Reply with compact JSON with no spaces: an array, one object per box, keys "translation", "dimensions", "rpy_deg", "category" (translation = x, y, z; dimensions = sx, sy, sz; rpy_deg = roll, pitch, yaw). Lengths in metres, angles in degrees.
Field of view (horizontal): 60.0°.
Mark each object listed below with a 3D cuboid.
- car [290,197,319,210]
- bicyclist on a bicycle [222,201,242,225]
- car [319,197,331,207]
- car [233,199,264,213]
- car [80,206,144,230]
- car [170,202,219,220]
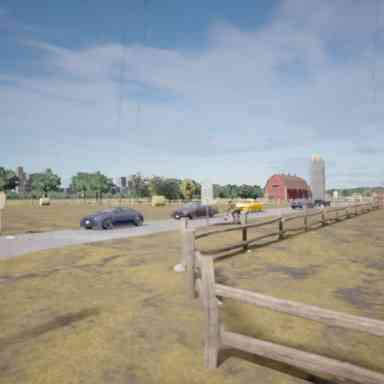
[{"translation":[14.801,1.582,44.378],"dimensions":[2.033,1.411,5.357],"rpy_deg":[-2,-1,36],"category":"car"},{"translation":[2.688,1.397,22.165],"dimensions":[1.656,1.620,0.582],"rpy_deg":[0,0,36],"category":"bicyclist on a bicycle"},{"translation":[20.531,1.588,52.474],"dimensions":[1.837,1.490,4.892],"rpy_deg":[-2,-2,36],"category":"car"},{"translation":[6.426,1.574,37.650],"dimensions":[1.882,1.535,5.008],"rpy_deg":[-2,-1,36],"category":"car"},{"translation":[-5.089,1.633,21.566],"dimensions":[1.994,1.385,4.181],"rpy_deg":[-2,-1,36],"category":"car"},{"translation":[0.355,1.629,29.185],"dimensions":[2.033,1.411,5.357],"rpy_deg":[-2,-1,36],"category":"car"}]
